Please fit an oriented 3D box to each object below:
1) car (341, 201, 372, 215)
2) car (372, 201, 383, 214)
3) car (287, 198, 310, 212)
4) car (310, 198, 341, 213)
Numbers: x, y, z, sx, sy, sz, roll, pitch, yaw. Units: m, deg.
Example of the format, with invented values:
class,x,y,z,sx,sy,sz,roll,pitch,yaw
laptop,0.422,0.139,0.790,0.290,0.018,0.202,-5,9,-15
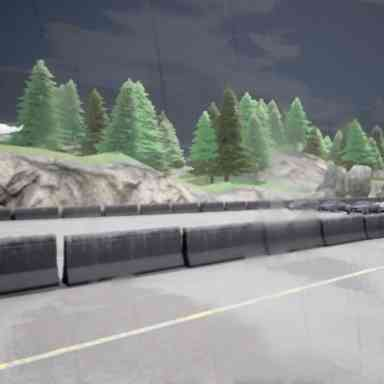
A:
class,x,y,z,sx,sy,sz,roll,pitch,yaw
car,17.372,1.568,33.573,4.181,1.385,1.994,0,0,-35
car,19.086,1.554,30.503,5.357,1.411,2.033,0,0,-35
car,13.285,1.496,39.255,4.902,1.511,2.128,0,0,-35
car,15.332,1.568,36.416,4.181,1.385,1.994,0,0,-35
